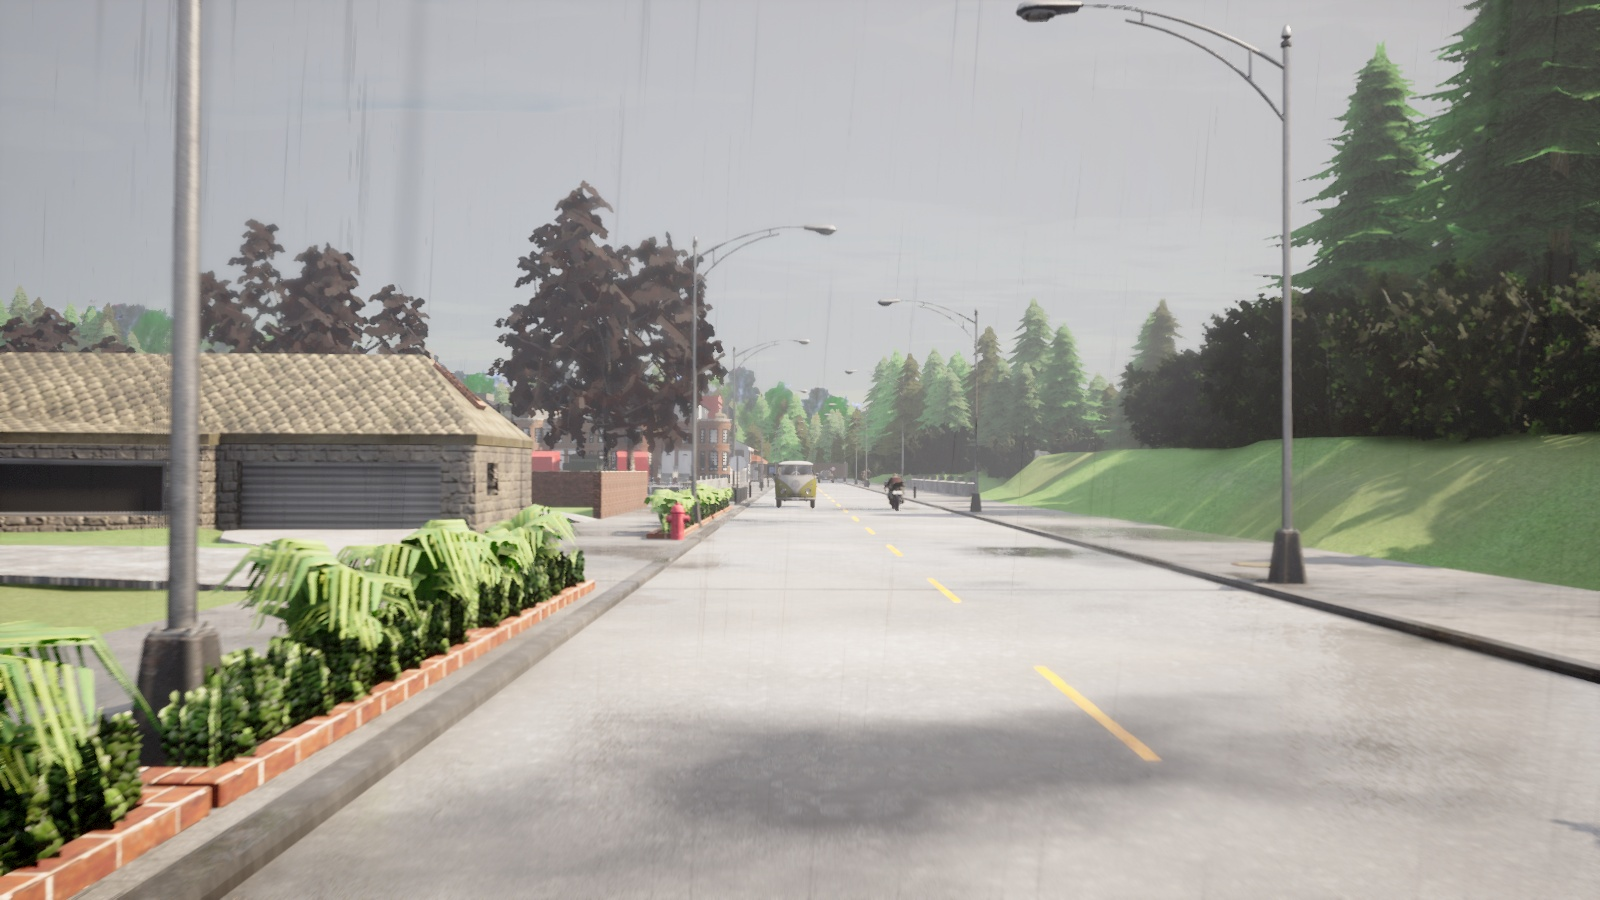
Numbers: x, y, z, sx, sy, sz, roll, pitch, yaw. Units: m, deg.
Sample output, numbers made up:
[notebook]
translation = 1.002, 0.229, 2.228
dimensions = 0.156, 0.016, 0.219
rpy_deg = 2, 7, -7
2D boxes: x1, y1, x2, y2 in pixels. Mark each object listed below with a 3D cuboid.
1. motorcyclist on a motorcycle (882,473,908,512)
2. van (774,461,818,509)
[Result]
[motorcyclist on a motorcycle]
translation = 3.845, 1.684, 50.766
dimensions = 0.866, 1.530, 2.191
rpy_deg = 0, -1, 0
[van]
translation = -0.169, 1.470, 53.862
dimensions = 1.775, 1.987, 4.442
rpy_deg = 0, -1, 0
